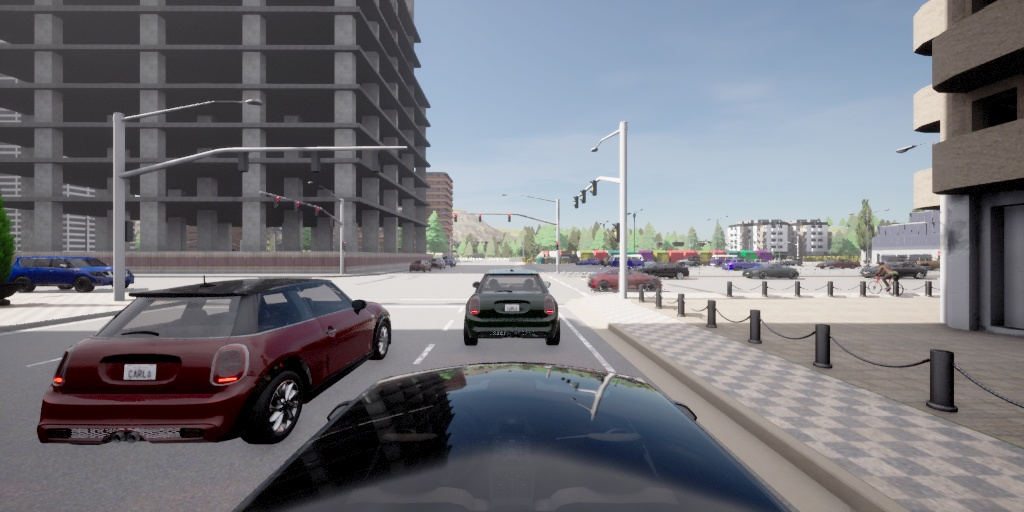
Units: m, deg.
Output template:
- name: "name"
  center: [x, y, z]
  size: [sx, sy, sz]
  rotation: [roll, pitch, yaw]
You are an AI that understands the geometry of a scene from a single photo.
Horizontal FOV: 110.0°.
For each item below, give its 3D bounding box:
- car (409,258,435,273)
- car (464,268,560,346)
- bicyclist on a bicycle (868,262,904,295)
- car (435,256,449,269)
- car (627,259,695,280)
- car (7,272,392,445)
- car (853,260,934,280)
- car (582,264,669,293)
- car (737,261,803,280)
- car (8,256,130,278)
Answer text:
- name: "car"
  center: [-11.366, 1.228, 44.752]
  size: [1.882, 1.535, 5.008]
  rotation: [0, 0, 0]
- name: "car"
  center: [-0.020, 1.102, 9.605]
  size: [2.097, 1.767, 4.553]
  rotation: [0, 0, -1]
- name: "bicyclist on a bicycle"
  center: [18.070, 1.106, 17.374]
  size: [0.582, 1.620, 1.656]
  rotation: [0, 0, 0]
- name: "car"
  center: [-11.467, 1.102, 54.509]
  size: [2.097, 1.767, 4.553]
  rotation: [0, 0, -1]
- name: "car"
  center: [13.039, 1.283, 31.820]
  size: [5.008, 1.535, 1.882]
  rotation: [0, 0, 0]
- name: "car"
  center: [-3.483, 1.102, 5.471]
  size: [2.097, 1.767, 4.553]
  rotation: [0, 0, 0]
- name: "car"
  center: [33.918, 1.311, 31.960]
  size: [4.892, 1.490, 1.837]
  rotation: [0, 0, 0]
- name: "car"
  center: [6.547, 1.367, 21.072]
  size: [4.181, 1.385, 1.994]
  rotation: [0, 0, 0]
- name: "car"
  center: [22.953, 1.369, 31.887]
  size: [4.181, 1.385, 1.994]
  rotation: [0, 0, 0]
- name: "car"
  center: [-25.516, 1.027, 20.839]
  size: [5.566, 2.045, 2.150]
  rotation: [0, 0, 0]
